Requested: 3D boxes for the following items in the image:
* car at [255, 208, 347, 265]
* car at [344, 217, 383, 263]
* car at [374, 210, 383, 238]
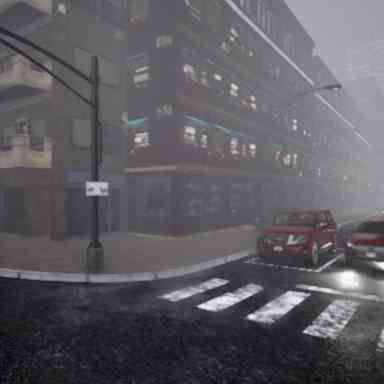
[{"bbox_3d":[4.278,1.592,13.061,2.192,1.841,5.009,-1,-2,35],"label":"car"},{"bbox_3d":[7.187,1.823,12.682,1.812,1.442,4.674,0,-1,36],"label":"car"},{"bbox_3d":[13.038,1.974,21.033,2.128,1.511,4.902,0,-1,35],"label":"car"}]
